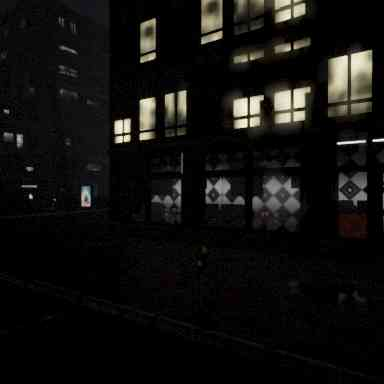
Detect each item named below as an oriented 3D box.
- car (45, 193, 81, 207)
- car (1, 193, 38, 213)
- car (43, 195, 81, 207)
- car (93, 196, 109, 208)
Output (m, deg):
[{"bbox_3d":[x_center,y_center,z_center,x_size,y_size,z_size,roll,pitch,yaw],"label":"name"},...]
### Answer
[{"bbox_3d":[-15.409,0.875,40.364,2.097,1.767,4.553,0,1,35],"label":"car"},{"bbox_3d":[-16.185,1.029,29.106,2.192,1.841,5.009,1,2,35],"label":"car"},{"bbox_3d":[-16.745,1.074,42.954,1.802,1.307,4.206,1,2,35],"label":"car"},{"bbox_3d":[-9.837,1.072,38.210,1.947,1.339,4.313,1,2,35],"label":"car"}]
